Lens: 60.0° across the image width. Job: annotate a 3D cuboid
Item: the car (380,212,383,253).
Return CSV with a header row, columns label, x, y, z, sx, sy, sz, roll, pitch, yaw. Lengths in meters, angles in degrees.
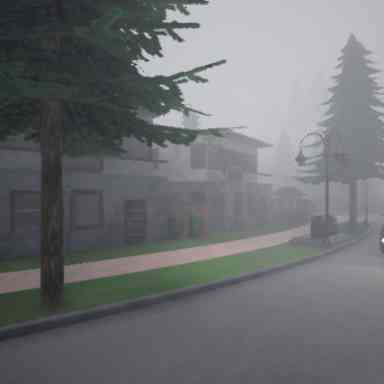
label,x,y,z,sx,sy,sz,roll,pitch,yaw
car,9.377,1.393,13.758,2.150,2.045,5.566,0,0,38
